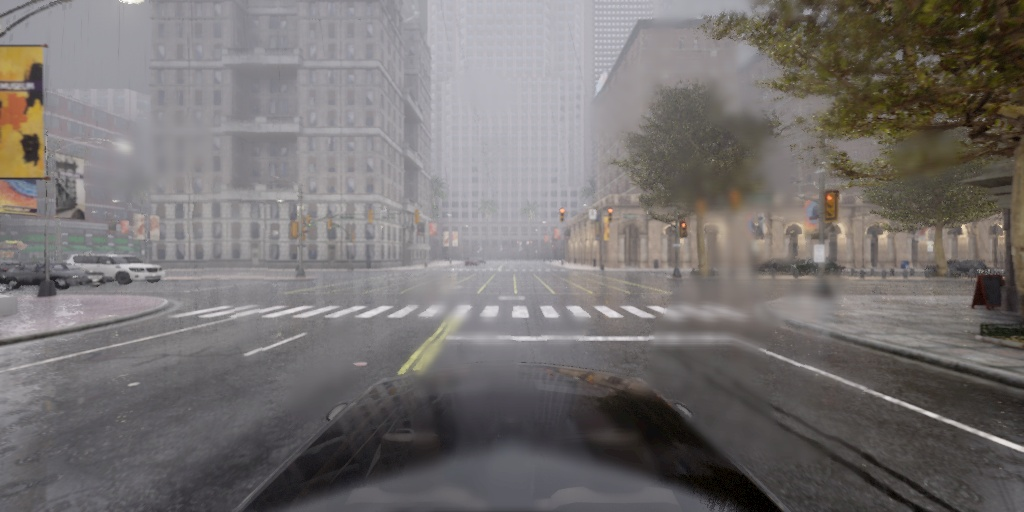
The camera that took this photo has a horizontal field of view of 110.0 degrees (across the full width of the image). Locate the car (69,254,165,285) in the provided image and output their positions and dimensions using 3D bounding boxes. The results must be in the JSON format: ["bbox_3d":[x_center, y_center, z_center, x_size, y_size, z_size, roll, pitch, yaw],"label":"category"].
[{"bbox_3d":[-27.387,0.885,24.751,5.566,2.045,2.150,1,0,2],"label":"car"}]

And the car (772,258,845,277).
[{"bbox_3d":[26.969,0.998,32.685,4.553,1.767,2.097,0,0,0],"label":"car"}]

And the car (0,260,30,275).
[{"bbox_3d":[-52.563,1.134,37.104,4.892,1.490,1.837,0,0,20],"label":"car"}]

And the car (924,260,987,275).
[{"bbox_3d":[44.572,1.139,36.089,4.892,1.490,1.837,0,0,0],"label":"car"}]

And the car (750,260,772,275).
[{"bbox_3d":[26.803,1.112,36.186,5.008,1.535,1.882,0,0,0],"label":"car"}]

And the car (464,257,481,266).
[{"bbox_3d":[-7.115,0.895,62.939,2.097,1.767,4.553,0,0,1],"label":"car"}]

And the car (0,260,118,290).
[{"bbox_3d":[-27.074,1.174,21.235,4.902,1.511,2.128,0,0,0],"label":"car"}]
